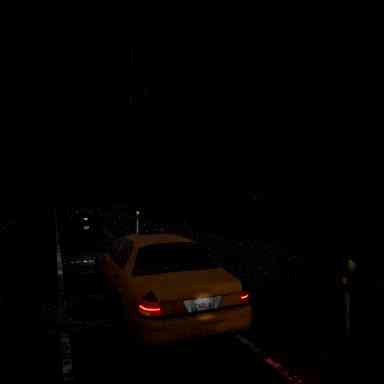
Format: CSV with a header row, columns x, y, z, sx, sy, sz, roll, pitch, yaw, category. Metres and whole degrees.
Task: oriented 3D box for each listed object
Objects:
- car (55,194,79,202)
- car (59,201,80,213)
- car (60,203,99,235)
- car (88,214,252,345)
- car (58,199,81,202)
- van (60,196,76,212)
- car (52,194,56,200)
x,y,z,sx,sy,sz,roll,pitch,yaw,category
-12.487,1.316,33.986,2.192,1.841,5.009,0,0,-23,car
-8.244,1.552,23.785,2.008,1.369,4.403,0,0,-23,car
-6.122,1.551,18.686,2.008,1.369,4.403,0,0,-23,car
-0.841,1.457,6.750,1.801,1.575,5.366,0,0,-23,car
-10.365,1.567,28.885,1.947,1.339,4.313,0,0,-23,car
-14.609,1.343,39.085,1.690,1.788,3.998,0,0,-23,van
-31.731,1.470,79.499,1.967,1.590,4.097,0,0,-24,car
